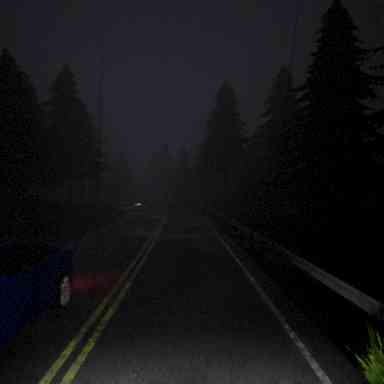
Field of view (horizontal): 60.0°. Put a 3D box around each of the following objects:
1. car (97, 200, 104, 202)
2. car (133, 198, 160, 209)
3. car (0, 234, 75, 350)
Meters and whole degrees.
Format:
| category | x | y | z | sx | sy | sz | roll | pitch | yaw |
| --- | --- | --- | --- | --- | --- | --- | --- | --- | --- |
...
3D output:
| category | x | y | z | sx | sy | sz | roll | pitch | yaw |
| --- | --- | --- | --- | --- | --- | --- | --- | --- | --- |
| car | -14.114 | 1.857 | 49.089 | 5.357 | 1.411 | 2.033 | -3 | 2 | 41 |
| car | -6.299 | 1.504 | 45.314 | 2.033 | 1.411 | 5.357 | -3 | 1 | -34 |
| car | -3.368 | 1.473 | 4.965 | 1.882 | 1.535 | 5.008 | 0 | 0 | -1 |
